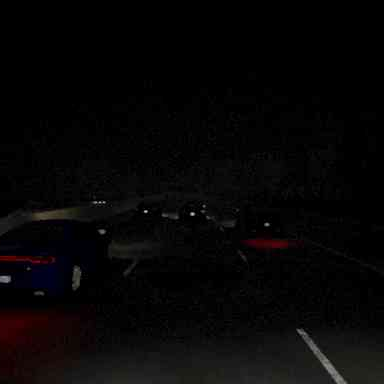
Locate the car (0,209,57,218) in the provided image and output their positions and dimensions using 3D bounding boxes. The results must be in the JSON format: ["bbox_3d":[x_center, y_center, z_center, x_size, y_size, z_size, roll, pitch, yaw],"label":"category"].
[{"bbox_3d":[-10.653,1.410,22.443,1.812,1.442,4.674,0,0,0],"label":"car"}]

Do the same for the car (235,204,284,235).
[{"bbox_3d":[3.557,1.380,18.263,1.882,1.535,5.008,0,0,0],"label":"car"}]

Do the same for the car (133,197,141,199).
[{"bbox_3d":[-10.673,1.148,63.417,1.882,1.535,5.008,0,0,0],"label":"car"}]

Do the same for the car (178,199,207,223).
[{"bbox_3d":[0.036,1.437,24.246,1.994,1.385,4.181,0,0,0],"label":"car"}]

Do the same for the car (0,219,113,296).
[{"bbox_3d":[-3.427,1.433,8.565,1.882,1.535,5.008,0,0,0],"label":"car"}]

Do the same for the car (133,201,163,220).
[{"bbox_3d":[-3.464,1.424,26.842,1.994,1.385,4.181,0,0,0],"label":"car"}]
